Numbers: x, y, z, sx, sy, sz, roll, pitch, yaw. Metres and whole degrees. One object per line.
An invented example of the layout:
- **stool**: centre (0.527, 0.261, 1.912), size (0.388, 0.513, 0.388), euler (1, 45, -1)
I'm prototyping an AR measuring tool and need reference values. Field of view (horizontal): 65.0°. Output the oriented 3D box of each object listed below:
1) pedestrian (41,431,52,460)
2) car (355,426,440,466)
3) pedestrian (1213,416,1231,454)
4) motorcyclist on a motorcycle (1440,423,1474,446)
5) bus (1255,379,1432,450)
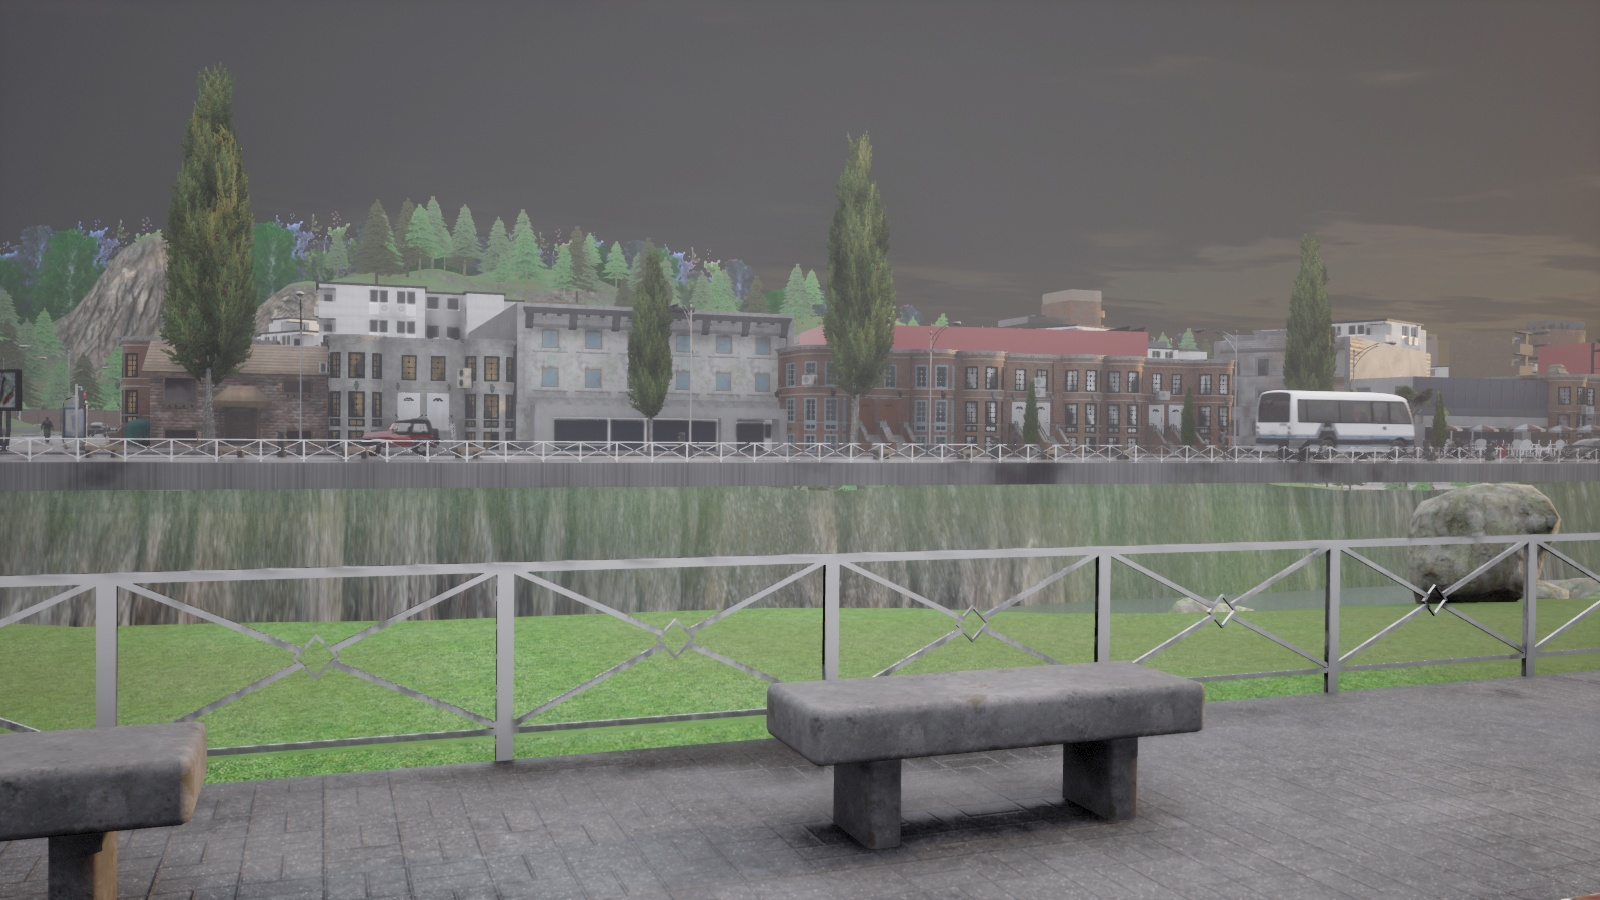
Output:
- **pedestrian**: centre (-49.338, -0.300, 82.266), size (0.563, 1.883, 0.849), euler (-1, 1, -29)
- **car**: centre (-19.939, -0.202, 62.141), size (3.866, 1.878, 1.905), euler (-1, 1, -21)
- **pedestrian**: centre (21.786, -0.782, 64.798), size (0.788, 1.949, 0.423), euler (-1, 1, -23)
- **motorcyclist on a motorcycle**: centre (45.546, -1.075, 87.049), size (2.191, 1.530, 0.866), euler (-1, 1, -21)
- **bus**: centre (33.890, -2.219, 78.321), size (10.273, 4.253, 3.944), euler (-1, 1, -21)
